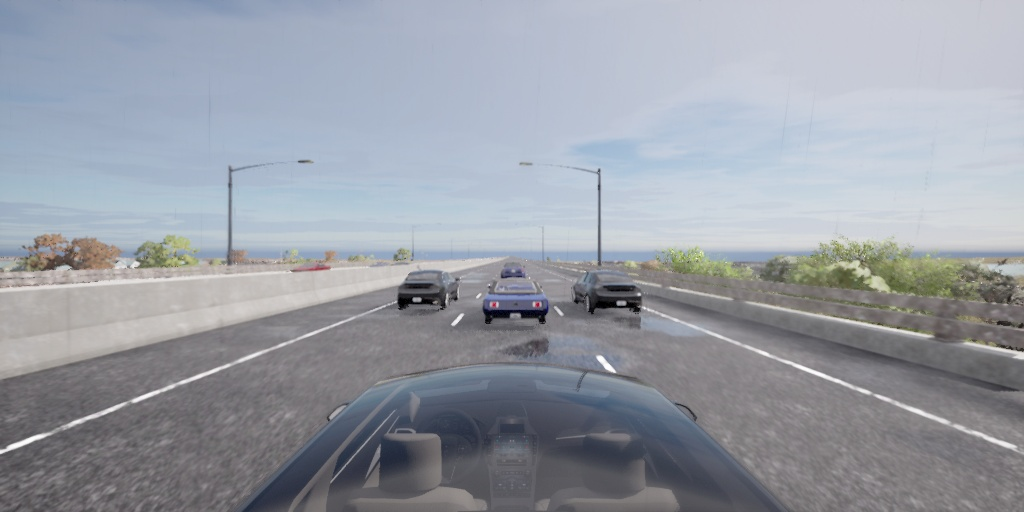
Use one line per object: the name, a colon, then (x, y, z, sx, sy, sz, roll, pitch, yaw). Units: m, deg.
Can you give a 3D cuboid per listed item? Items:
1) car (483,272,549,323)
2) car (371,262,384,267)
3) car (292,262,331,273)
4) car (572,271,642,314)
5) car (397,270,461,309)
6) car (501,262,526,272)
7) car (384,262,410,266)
car: (0.105, 1.409, 12.293, 1.895, 1.301, 4.718, 0, 0, 0)
car: (-17.493, 1.549, 48.216, 2.033, 1.411, 5.357, 0, 0, 0)
car: (-21.067, 1.424, 37.898, 1.882, 1.535, 5.008, 0, 0, 0)
car: (3.605, 1.324, 14.238, 1.837, 1.490, 4.892, 0, 0, 0)
car: (-3.394, 1.329, 15.243, 1.837, 1.490, 4.892, 0, 0, 0)
car: (0.114, 1.264, 31.279, 2.097, 1.767, 4.553, 0, 0, 0)
car: (-14.025, 1.492, 45.248, 1.837, 1.490, 4.892, 0, -1, 1)
